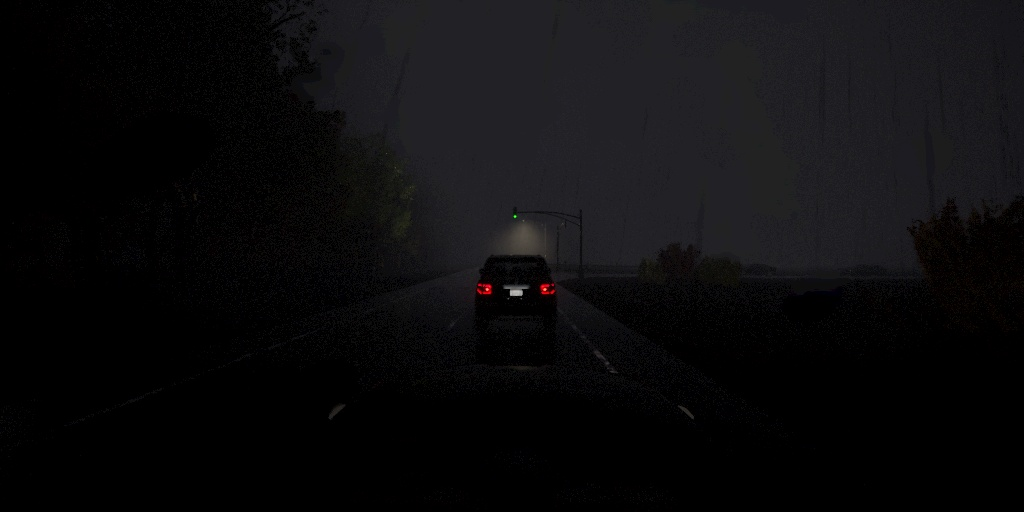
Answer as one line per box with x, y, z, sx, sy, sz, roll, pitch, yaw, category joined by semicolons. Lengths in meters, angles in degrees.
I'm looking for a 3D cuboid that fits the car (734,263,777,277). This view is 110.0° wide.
28.235;1.598;42.132;5.008;1.535;1.882;1;-1;0;car

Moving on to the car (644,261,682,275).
17.778;1.359;42.222;4.553;1.767;2.097;1;-1;1;car

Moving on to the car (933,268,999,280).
48.537;1.829;38.432;5.357;1.411;2.033;1;-1;0;car

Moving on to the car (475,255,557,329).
0.108;0.976;11.345;2.150;2.045;5.566;0;0;0;car

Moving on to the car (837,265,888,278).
41.004;1.752;42.056;4.902;1.511;2.128;1;-1;0;car
